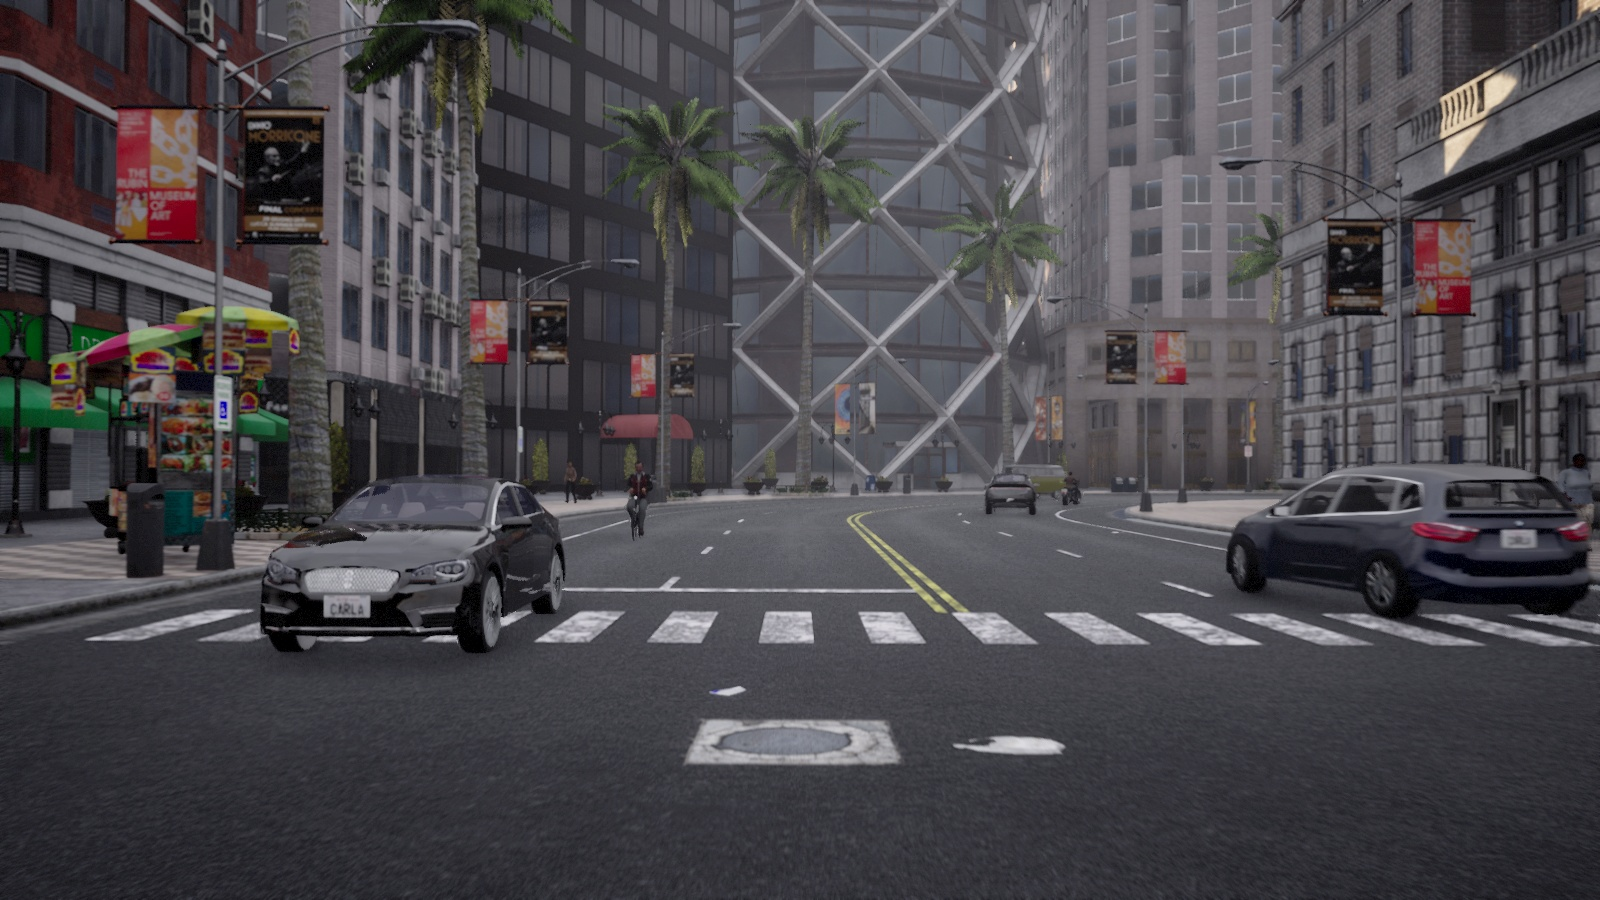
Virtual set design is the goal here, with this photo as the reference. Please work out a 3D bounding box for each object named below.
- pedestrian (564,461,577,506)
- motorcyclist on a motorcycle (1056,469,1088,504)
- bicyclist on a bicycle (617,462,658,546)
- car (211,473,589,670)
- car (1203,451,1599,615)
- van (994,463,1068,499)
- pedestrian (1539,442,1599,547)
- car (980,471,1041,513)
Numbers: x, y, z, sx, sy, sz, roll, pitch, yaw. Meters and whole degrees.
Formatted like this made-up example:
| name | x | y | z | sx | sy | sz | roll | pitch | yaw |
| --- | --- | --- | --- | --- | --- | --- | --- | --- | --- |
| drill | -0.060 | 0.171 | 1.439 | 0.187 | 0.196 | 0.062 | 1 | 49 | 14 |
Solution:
| name | x | y | z | sx | sy | sz | roll | pitch | yaw |
| --- | --- | --- | --- | --- | --- | --- | --- | --- | --- |
| pedestrian | -9.639 | 1.404 | 52.721 | 0.331 | 1.846 | 0.634 | 0 | -1 | 10 |
| motorcyclist on a motorcycle | 12.924 | 1.724 | 59.580 | 0.766 | 1.649 | 2.350 | 0 | -1 | 30 |
| bicyclist on a bicycle | -3.567 | 1.169 | 27.682 | 0.659 | 1.776 | 1.843 | 0 | -1 | 0 |
| car | -3.530 | 0.993 | 12.236 | 2.128 | 1.511 | 4.902 | 0 | -1 | 0 |
| car | 7.073 | 0.890 | 15.301 | 2.242 | 1.667 | 4.611 | 0 | -1 | -10 |
| van | 13.119 | 1.721 | 71.160 | 4.442 | 1.987 | 1.775 | 1 | -1 | -43 |
| pedestrian | 14.040 | 0.800 | 22.698 | 0.874 | 1.855 | 0.900 | 0 | -1 | 8 |
| car | 8.031 | 1.546 | 47.607 | 2.128 | 1.511 | 4.902 | 0 | -1 | 11 |
